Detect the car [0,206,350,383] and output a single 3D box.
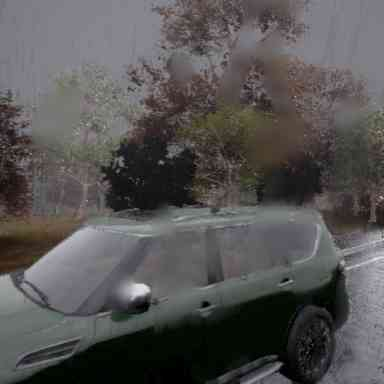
[{"bbox_3d":[-0.418,1.230,3.810,5.566,2.045,2.150,0,0,-37],"label":"car"}]
